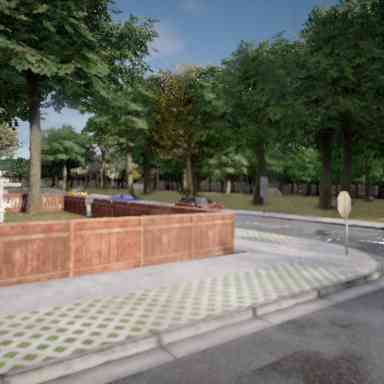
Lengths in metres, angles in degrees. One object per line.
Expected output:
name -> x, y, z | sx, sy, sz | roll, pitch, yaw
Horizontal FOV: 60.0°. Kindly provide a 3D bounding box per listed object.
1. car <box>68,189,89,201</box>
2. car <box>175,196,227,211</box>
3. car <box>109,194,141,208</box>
car -> -16.588, 0.344, 48.397 | 1.882, 1.535, 5.008 | -1, 3, -36
car -> 0.592, 1.120, 24.397 | 2.097, 1.767, 4.553 | -1, 2, -36
car -> -7.100, 0.952, 35.084 | 1.882, 1.535, 5.008 | -1, 2, -36
